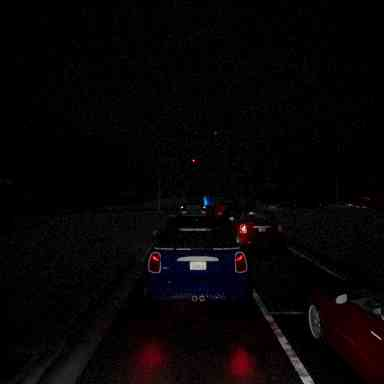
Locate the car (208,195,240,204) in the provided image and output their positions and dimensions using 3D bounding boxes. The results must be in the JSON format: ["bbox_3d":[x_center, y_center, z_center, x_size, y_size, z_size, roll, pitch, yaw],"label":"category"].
[{"bbox_3d":[2.628,1.323,25.186,2.192,1.841,5.009,-1,0,0],"label":"car"}]

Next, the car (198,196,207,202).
[{"bbox_3d":[2.637,1.664,83.985,1.887,1.381,4.507,-1,0,0],"label":"car"}]

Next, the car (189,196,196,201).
[{"bbox_3d":[0.011,1.739,91.747,1.895,1.301,4.718,0,0,0],"label":"car"}]

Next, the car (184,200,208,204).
[{"bbox_3d":[0.105,1.572,25.477,1.994,1.385,4.181,0,0,-1],"label":"car"}]

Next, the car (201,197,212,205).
[{"bbox_3d":[2.635,1.644,62.359,1.802,1.307,4.206,-1,0,0],"label":"car"}]

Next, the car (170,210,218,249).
[{"bbox_3d":[0.096,1.602,15.465,1.895,1.301,4.718,0,0,0],"label":"car"}]

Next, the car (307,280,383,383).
[{"bbox_3d":[2.629,1.581,3.576,1.802,1.307,4.206,-1,0,0],"label":"car"}]

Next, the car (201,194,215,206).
[{"bbox_3d":[2.631,1.366,56.953,2.192,1.841,5.009,-1,0,0],"label":"car"}]

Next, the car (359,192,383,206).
[{"bbox_3d":[22.527,0.764,39.884,4.553,1.767,2.097,-1,1,0],"label":"car"}]

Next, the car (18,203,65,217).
[{"bbox_3d":[-16.654,1.947,36.914,4.902,1.511,2.128,-2,1,0],"label":"car"}]

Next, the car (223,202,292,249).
[{"bbox_3d":[2.629,1.441,14.381,1.967,1.590,4.097,-1,0,0],"label":"car"}]

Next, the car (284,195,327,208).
[{"bbox_3d":[13.575,1.132,39.883,4.892,1.490,1.837,-1,1,0],"label":"car"}]

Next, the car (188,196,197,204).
[{"bbox_3d":[0.109,1.603,68.790,1.812,1.442,4.674,0,0,0],"label":"car"}]

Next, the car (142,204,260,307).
[{"bbox_3d":[0.070,1.352,8.130,2.097,1.767,4.553,0,0,-1],"label":"car"}]

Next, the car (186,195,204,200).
[{"bbox_3d":[0.019,1.520,44.740,2.128,1.511,4.902,0,0,7],"label":"car"}]

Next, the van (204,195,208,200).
[{"bbox_3d":[2.631,1.382,51.547,1.690,1.788,3.998,-1,0,0],"label":"van"}]

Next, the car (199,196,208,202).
[{"bbox_3d":[2.636,1.654,78.579,2.008,1.369,4.403,-1,0,0],"label":"car"}]
